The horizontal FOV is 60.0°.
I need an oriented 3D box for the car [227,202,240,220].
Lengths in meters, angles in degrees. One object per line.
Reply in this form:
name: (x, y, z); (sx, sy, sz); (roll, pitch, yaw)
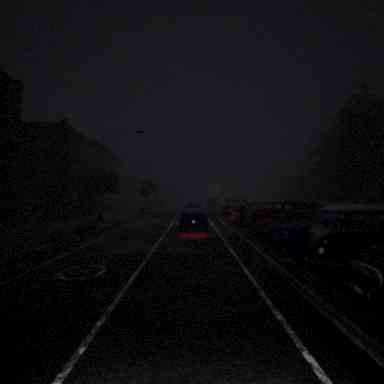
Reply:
car: (5.815, 1.784, 26.518); (5.366, 1.575, 1.946); (0, -1, 0)

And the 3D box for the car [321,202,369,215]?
car: (18.660, 2.009, 40.681); (4.792, 1.488, 2.163); (0, -1, 0)

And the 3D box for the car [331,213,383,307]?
car: (5.687, 1.433, 6.898); (4.553, 1.767, 2.185); (0, -1, 0)

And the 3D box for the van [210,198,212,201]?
van: (5.482, 1.917, 51.746); (4.442, 1.987, 1.878); (0, -1, 0)

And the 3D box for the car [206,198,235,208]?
car: (5.626, 2.128, 65.759); (5.566, 2.045, 2.435); (0, -1, 0)

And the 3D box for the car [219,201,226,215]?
car: (5.589, 1.925, 34.925); (4.792, 1.488, 2.163); (0, -1, 0)

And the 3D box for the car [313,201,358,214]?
car: (18.681, 2.021, 43.466); (5.008, 1.535, 2.097); (0, -1, 0)

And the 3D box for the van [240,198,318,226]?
van: (5.520, 1.496, 20.914); (4.442, 1.987, 1.878); (0, -1, 0)

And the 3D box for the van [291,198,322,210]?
van: (18.792, 1.960, 54.612); (4.442, 1.987, 1.878); (0, -1, 0)

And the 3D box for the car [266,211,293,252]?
car: (5.643, 1.623, 12.502); (5.008, 1.535, 2.097); (0, -1, 0)

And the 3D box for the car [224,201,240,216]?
car: (5.620, 1.821, 29.318); (5.008, 1.535, 2.097); (0, -1, 0)

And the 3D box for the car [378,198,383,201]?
car: (18.679, 1.539, 26.762); (5.566, 2.045, 2.435); (0, -1, 0)

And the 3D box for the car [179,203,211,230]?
car: (0.100, 1.757, 23.426); (1.882, 1.535, 5.008); (0, -1, 0)

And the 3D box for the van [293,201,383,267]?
van: (5.535, 1.365, 9.702); (4.442, 1.987, 1.878); (0, -1, 0)

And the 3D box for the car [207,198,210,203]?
car: (5.624, 1.979, 57.350); (5.566, 2.045, 2.435); (0, -1, 0)

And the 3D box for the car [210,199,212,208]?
car: (5.594, 2.102, 48.938); (4.892, 1.521, 2.231); (0, -1, 0)

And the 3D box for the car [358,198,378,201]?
car: (18.669, 1.647, 35.117); (5.566, 2.045, 2.435); (0, -1, 0)

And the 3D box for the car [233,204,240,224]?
car: (5.662, 1.784, 23.715); (4.792, 1.488, 2.163); (0, -1, 0)

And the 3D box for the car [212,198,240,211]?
car: (5.639, 1.725, 40.533); (5.566, 2.045, 2.435); (0, -1, 0)

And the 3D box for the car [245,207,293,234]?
car: (5.611, 1.718, 18.108); (4.792, 1.488, 2.163); (0, -1, 0)

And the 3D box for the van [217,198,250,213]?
van: (5.719, 1.834, 46.140); (4.442, 1.987, 1.878); (0, -1, 0)

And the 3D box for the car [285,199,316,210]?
car: (18.644, 2.105, 57.390); (4.553, 1.767, 2.185); (0, -1, 0)

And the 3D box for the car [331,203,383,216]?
car: (18.722, 1.968, 37.896); (4.792, 1.488, 2.163); (0, -1, 0)

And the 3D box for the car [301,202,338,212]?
car: (18.677, 2.143, 49.036); (4.674, 1.452, 2.002); (0, -1, 0)

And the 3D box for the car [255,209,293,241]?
car: (5.615, 1.686, 15.305); (4.792, 1.488, 2.163); (0, -1, 0)

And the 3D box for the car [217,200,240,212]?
car: (5.610, 1.936, 37.722); (4.892, 1.521, 2.231); (0, -1, 0)

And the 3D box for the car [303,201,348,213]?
car: (18.497, 2.059, 46.252); (5.366, 1.575, 1.946); (0, -1, 0)

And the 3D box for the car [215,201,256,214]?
car: (5.601, 2.018, 43.333); (5.008, 1.535, 2.097); (0, -1, 0)
